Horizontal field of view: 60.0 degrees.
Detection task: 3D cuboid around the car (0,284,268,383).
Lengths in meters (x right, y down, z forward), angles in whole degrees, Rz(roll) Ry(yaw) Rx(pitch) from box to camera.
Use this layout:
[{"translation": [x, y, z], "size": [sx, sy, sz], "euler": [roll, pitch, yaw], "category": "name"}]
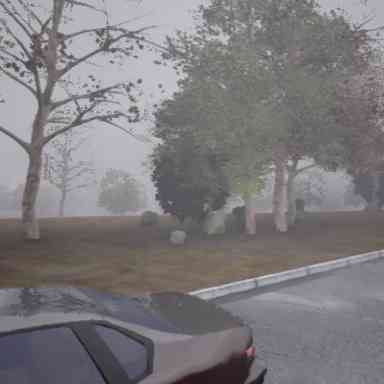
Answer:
[{"translation": [-1.830, 1.548, 2.379], "size": [5.357, 1.411, 2.033], "euler": [0, 0, -35], "category": "car"}]
